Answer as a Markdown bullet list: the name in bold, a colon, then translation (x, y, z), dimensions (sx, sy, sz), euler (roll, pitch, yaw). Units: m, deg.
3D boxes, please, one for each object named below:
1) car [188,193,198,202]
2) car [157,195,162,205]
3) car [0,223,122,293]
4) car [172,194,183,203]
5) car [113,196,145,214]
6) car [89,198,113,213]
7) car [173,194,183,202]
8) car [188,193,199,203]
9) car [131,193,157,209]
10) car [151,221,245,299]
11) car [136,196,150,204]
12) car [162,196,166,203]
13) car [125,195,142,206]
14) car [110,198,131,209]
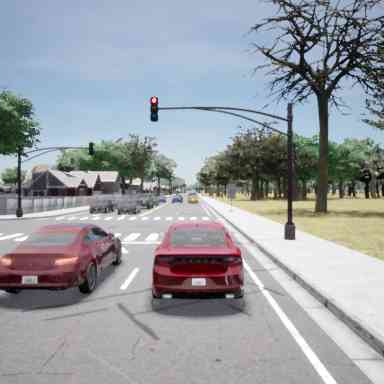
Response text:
- **car**: translation (0.183, 1.187, 76.324), dimensions (2.150, 2.045, 5.566), euler (0, 0, 0)
- **car**: translation (-6.459, 1.486, 54.738), dimensions (1.837, 1.490, 4.892), euler (0, 0, 0)
- **car**: translation (-3.129, 1.525, 8.706), dimensions (1.812, 1.442, 4.674), euler (0, 0, 0)
- **car**: translation (-2.989, 1.496, 66.330), dimensions (1.812, 1.442, 4.674), euler (0, 0, 0)
- **car**: translation (-6.513, 1.497, 34.858), dimensions (1.837, 1.490, 4.892), euler (0, 0, 0)
- **car**: translation (-9.759, 1.497, 36.369), dimensions (1.837, 1.490, 4.892), euler (0, 0, 0)
- **car**: translation (-3.067, 1.317, 76.296), dimensions (2.097, 1.767, 4.553), euler (0, 0, 0)
- **car**: translation (0.256, 1.449, 65.922), dimensions (1.882, 1.535, 5.008), euler (0, 0, 0)
- **car**: translation (-6.487, 1.210, 44.709), dimensions (2.150, 2.045, 5.566), euler (0, 0, 1)
- **car**: translation (0.118, 1.477, 8.495), dimensions (1.882, 1.535, 5.008), euler (0, 0, 0)
- **car**: translation (-9.620, 1.518, 66.008), dimensions (2.033, 1.411, 5.357), euler (0, 0, 0)
- **car**: translation (-6.346, 1.447, 67.849), dimensions (1.882, 1.535, 5.008), euler (0, 0, 1)
- **car**: translation (-9.707, 1.333, 55.388), dimensions (2.097, 1.767, 4.553), euler (0, 0, 0)
- **car**: translation (-9.736, 1.514, 45.502), dimensions (1.812, 1.442, 4.674), euler (0, 0, 1)
